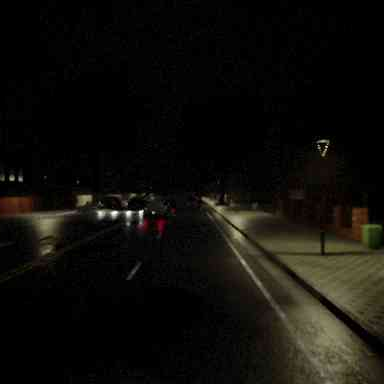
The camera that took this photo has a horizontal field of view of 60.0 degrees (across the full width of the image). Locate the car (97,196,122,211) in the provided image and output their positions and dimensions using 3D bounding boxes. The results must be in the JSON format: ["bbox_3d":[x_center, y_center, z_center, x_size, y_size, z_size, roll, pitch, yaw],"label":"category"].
[{"bbox_3d":[-9.827,1.286,40.074,2.097,1.767,4.553,0,0,0],"label":"car"}]

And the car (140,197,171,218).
[{"bbox_3d":[-3.146,1.474,29.462,1.812,1.442,4.674,0,0,0],"label":"car"}]

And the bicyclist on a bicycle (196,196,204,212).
[{"bbox_3d":[0.897,1.314,33.505,0.659,1.776,1.843,0,0,0],"label":"bicyclist on a bicycle"}]

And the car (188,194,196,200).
[{"bbox_3d":[0.015,1.285,86.104,2.128,1.511,4.902,0,0,0],"label":"car"}]

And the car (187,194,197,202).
[{"bbox_3d":[0.012,1.422,70.004,1.812,1.442,4.674,0,0,0],"label":"car"}]

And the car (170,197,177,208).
[{"bbox_3d":[-3.145,1.452,46.916,1.812,1.442,4.674,0,0,0],"label":"car"}]

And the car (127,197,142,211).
[{"bbox_3d":[-6.577,1.441,40.131,1.837,1.490,4.892,0,0,0],"label":"car"}]

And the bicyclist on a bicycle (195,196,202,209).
[{"bbox_3d":[0.889,1.368,43.206,0.866,1.612,1.509,0,0,0],"label":"bicyclist on a bicycle"}]
